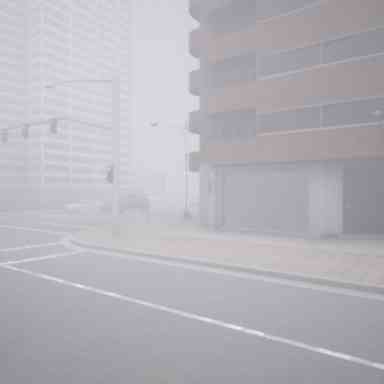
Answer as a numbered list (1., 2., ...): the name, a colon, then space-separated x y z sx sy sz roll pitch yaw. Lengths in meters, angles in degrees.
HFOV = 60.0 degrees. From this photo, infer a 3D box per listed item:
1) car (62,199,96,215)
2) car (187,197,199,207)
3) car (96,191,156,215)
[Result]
1. car: -10.999 1.481 34.169 1.812 1.442 4.674 0 0 35
2. car: 1.193 1.479 51.342 1.812 1.442 4.674 0 0 35
3. car: -6.694 1.181 34.219 2.150 2.045 5.566 0 0 36
